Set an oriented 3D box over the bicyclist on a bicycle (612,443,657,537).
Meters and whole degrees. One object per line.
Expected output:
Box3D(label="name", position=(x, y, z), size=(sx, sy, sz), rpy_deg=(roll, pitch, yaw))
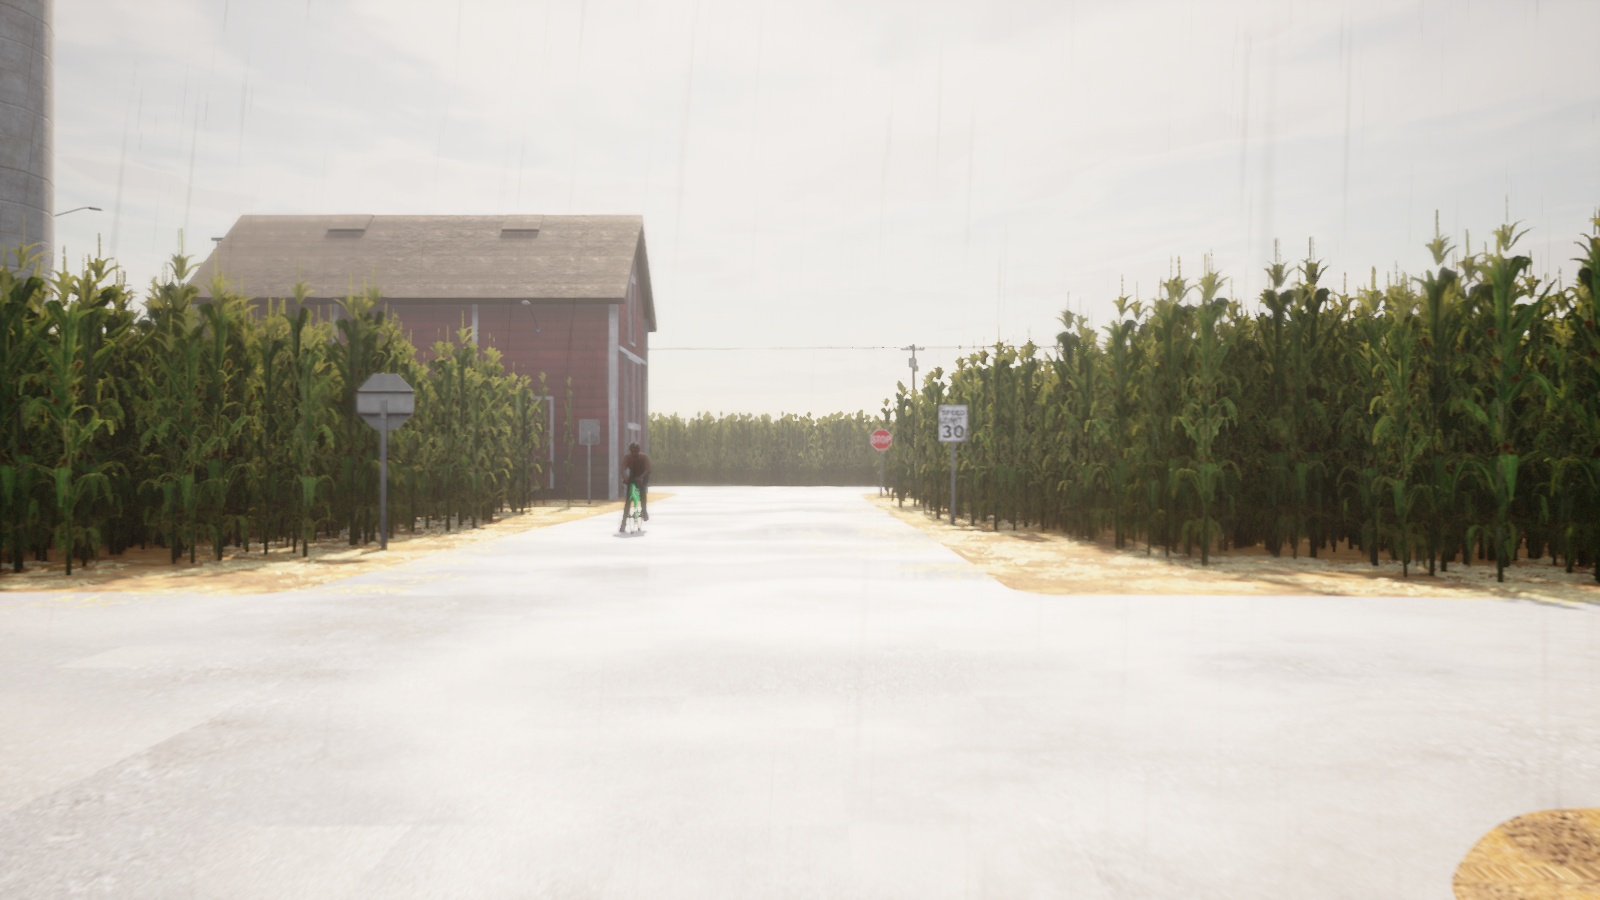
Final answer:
Box3D(label="bicyclist on a bicycle", position=(-2.957, 0.694, 22.542), size=(0.582, 1.620, 1.656), rpy_deg=(0, 0, 0))
